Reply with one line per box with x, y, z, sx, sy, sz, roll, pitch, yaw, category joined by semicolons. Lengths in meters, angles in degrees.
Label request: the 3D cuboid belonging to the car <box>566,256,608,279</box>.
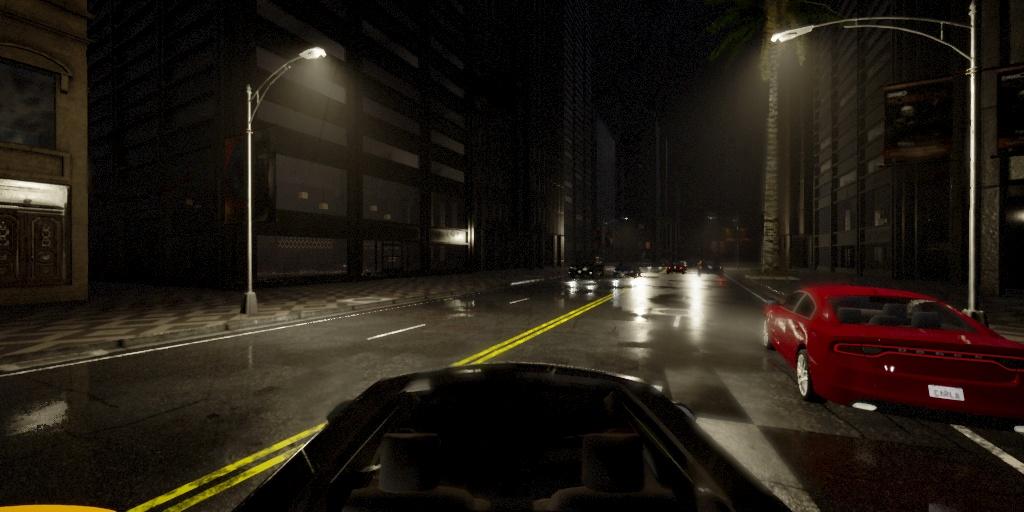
6.923;0.982;32.591;2.150;2.045;5.566;0;0;27;car

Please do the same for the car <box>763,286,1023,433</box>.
5.512;1.228;5.819;1.882;1.535;5.008;0;0;27;car

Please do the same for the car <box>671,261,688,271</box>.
23.523;1.380;50.221;1.895;1.301;4.718;0;0;27;car

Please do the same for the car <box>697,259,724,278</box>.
19.280;1.117;34.899;2.097;1.767;4.553;0;0;27;car

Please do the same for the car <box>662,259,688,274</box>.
18.638;1.317;40.721;2.033;1.411;5.357;0;0;27;car

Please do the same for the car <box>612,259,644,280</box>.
10.355;1.287;32.158;1.812;1.442;4.674;0;0;27;car
